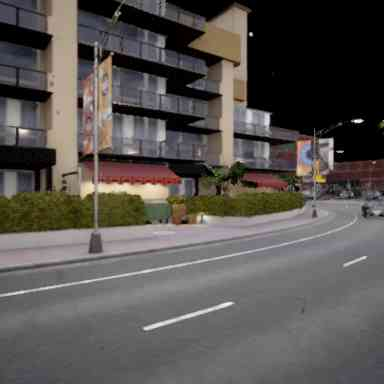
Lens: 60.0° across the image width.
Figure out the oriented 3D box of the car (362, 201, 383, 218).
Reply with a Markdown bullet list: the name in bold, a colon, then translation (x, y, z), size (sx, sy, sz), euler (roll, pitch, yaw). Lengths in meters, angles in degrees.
- **car**: translation (16.713, 1.598, 30.462), size (2.128, 1.511, 4.902), euler (0, 0, 25)
